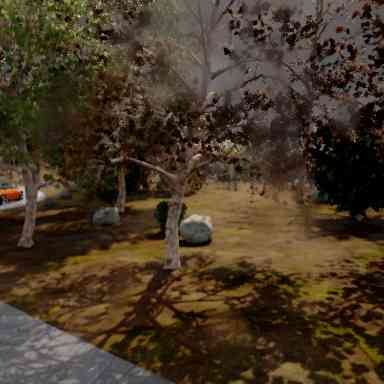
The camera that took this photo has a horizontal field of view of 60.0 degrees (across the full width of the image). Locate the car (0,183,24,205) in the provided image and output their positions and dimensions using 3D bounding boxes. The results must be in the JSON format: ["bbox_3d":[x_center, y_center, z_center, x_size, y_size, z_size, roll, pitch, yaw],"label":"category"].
[{"bbox_3d":[-16.257,-0.036,28.470,2.097,1.767,4.553,4,4,-4],"label":"car"}]
